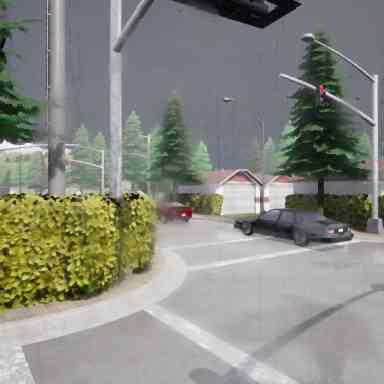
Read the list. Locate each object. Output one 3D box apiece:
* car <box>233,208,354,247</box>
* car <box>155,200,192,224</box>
[{"bbox_3d":[4.239,1.422,14.771,2.033,1.411,5.357,0,2,-35],"label":"car"},{"bbox_3d":[-1.956,1.306,23.366,1.882,1.535,5.008,-1,1,-35],"label":"car"}]
